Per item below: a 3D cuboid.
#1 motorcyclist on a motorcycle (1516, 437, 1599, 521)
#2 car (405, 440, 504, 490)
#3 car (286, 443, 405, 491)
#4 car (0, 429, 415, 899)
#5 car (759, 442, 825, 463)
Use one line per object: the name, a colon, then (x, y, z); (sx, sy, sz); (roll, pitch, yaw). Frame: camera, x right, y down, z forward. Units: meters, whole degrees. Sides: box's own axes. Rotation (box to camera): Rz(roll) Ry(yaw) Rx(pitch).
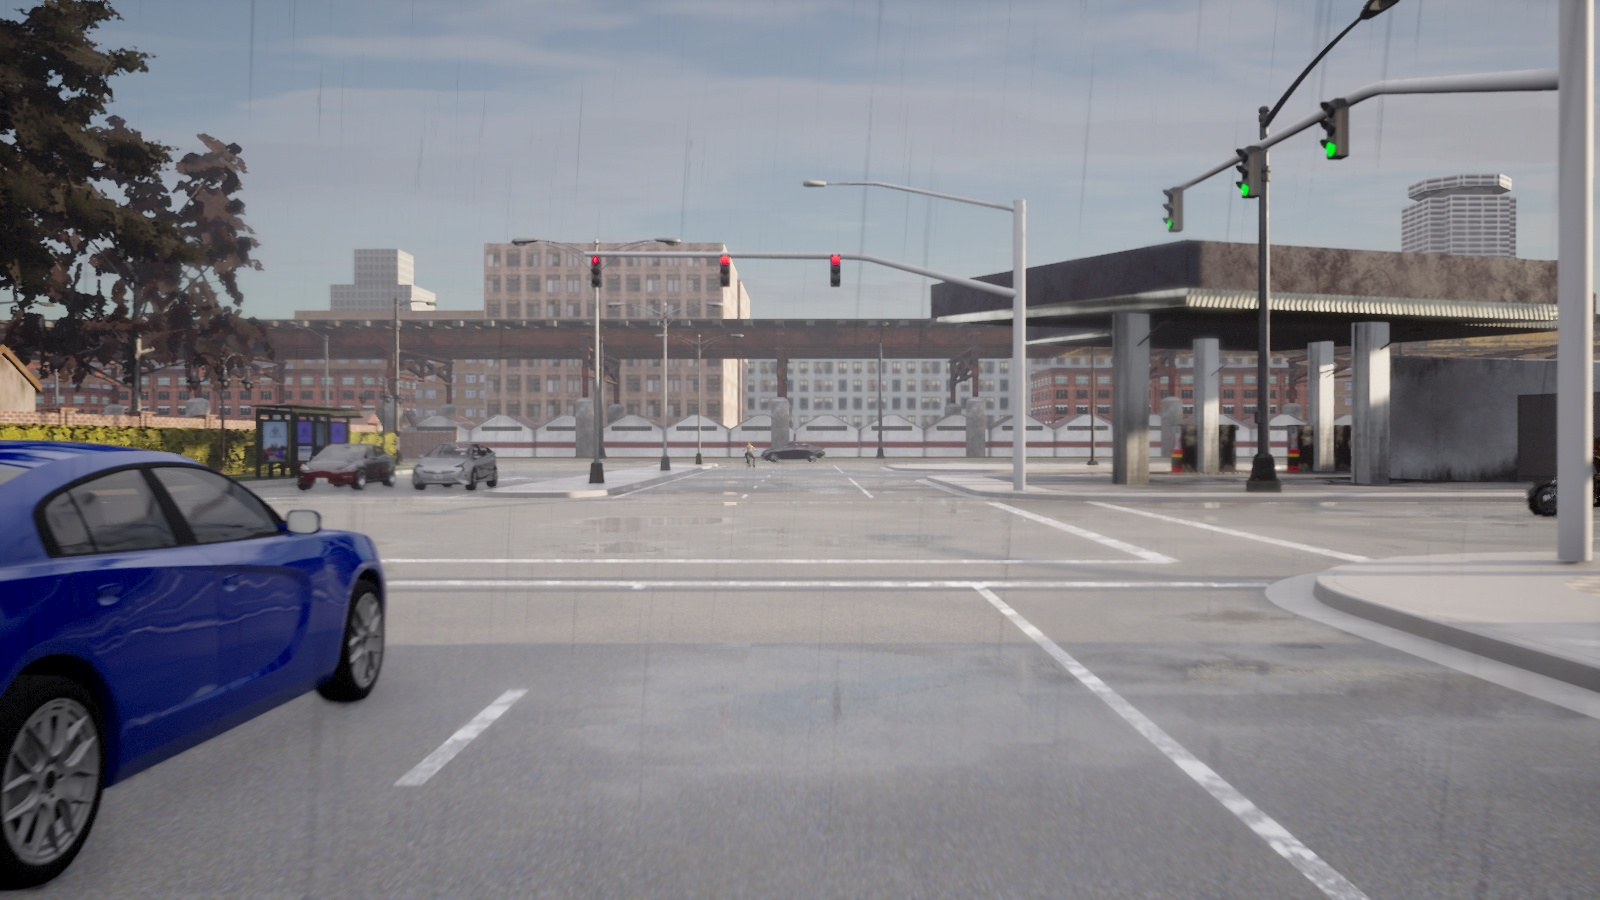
motorcyclist on a motorcycle: (15.687, 0.569, 25.076); (2.350, 1.649, 0.766); (0, 0, -1)
car: (-11.250, 0.453, 41.228); (2.007, 1.525, 4.514); (0, 0, 0)
car: (-14.772, 0.503, 41.132); (2.163, 1.488, 4.792); (0, 0, 0)
car: (-3.453, 0.690, 5.618); (1.882, 1.535, 5.008); (0, 0, 0)
car: (-0.576, 0.170, 94.791); (4.902, 1.511, 2.128); (0, 0, 1)
